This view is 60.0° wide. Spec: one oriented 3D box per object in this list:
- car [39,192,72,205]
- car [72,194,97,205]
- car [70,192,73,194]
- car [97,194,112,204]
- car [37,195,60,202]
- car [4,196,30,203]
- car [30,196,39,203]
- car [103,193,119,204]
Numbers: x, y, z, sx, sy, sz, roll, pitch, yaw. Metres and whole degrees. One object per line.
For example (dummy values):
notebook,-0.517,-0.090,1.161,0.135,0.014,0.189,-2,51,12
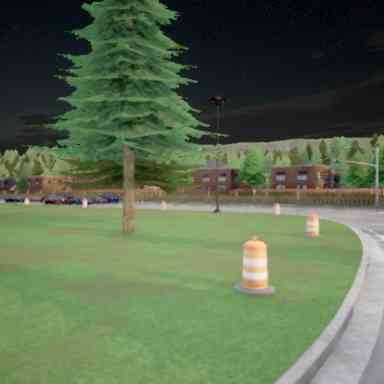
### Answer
car,-23.317,1.372,56.699,4.553,1.767,2.097,0,0,32
car,-19.864,1.575,58.677,5.357,1.411,2.033,0,0,32
car,-27.771,1.085,71.604,5.566,2.045,2.150,0,0,31
car,-18.054,1.582,61.673,5.357,1.411,2.033,0,0,32
car,-29.555,1.353,68.592,4.892,1.490,1.837,0,0,31
car,-33.198,1.435,62.615,4.718,1.301,1.895,0,0,31
car,-31.364,1.399,65.595,4.181,1.385,1.994,0,0,31
car,-16.734,1.257,64.965,5.566,2.045,2.150,-1,-1,32
